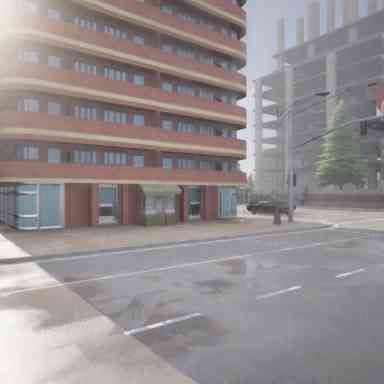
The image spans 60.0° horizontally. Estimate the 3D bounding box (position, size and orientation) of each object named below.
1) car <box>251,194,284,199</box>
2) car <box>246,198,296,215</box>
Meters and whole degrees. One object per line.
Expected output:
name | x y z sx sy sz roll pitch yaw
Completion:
car | 8.819 1.222 37.042 2.150 2.045 5.566 0 0 -36
car | 7.662 1.601 32.699 1.895 1.301 4.718 0 0 -36
